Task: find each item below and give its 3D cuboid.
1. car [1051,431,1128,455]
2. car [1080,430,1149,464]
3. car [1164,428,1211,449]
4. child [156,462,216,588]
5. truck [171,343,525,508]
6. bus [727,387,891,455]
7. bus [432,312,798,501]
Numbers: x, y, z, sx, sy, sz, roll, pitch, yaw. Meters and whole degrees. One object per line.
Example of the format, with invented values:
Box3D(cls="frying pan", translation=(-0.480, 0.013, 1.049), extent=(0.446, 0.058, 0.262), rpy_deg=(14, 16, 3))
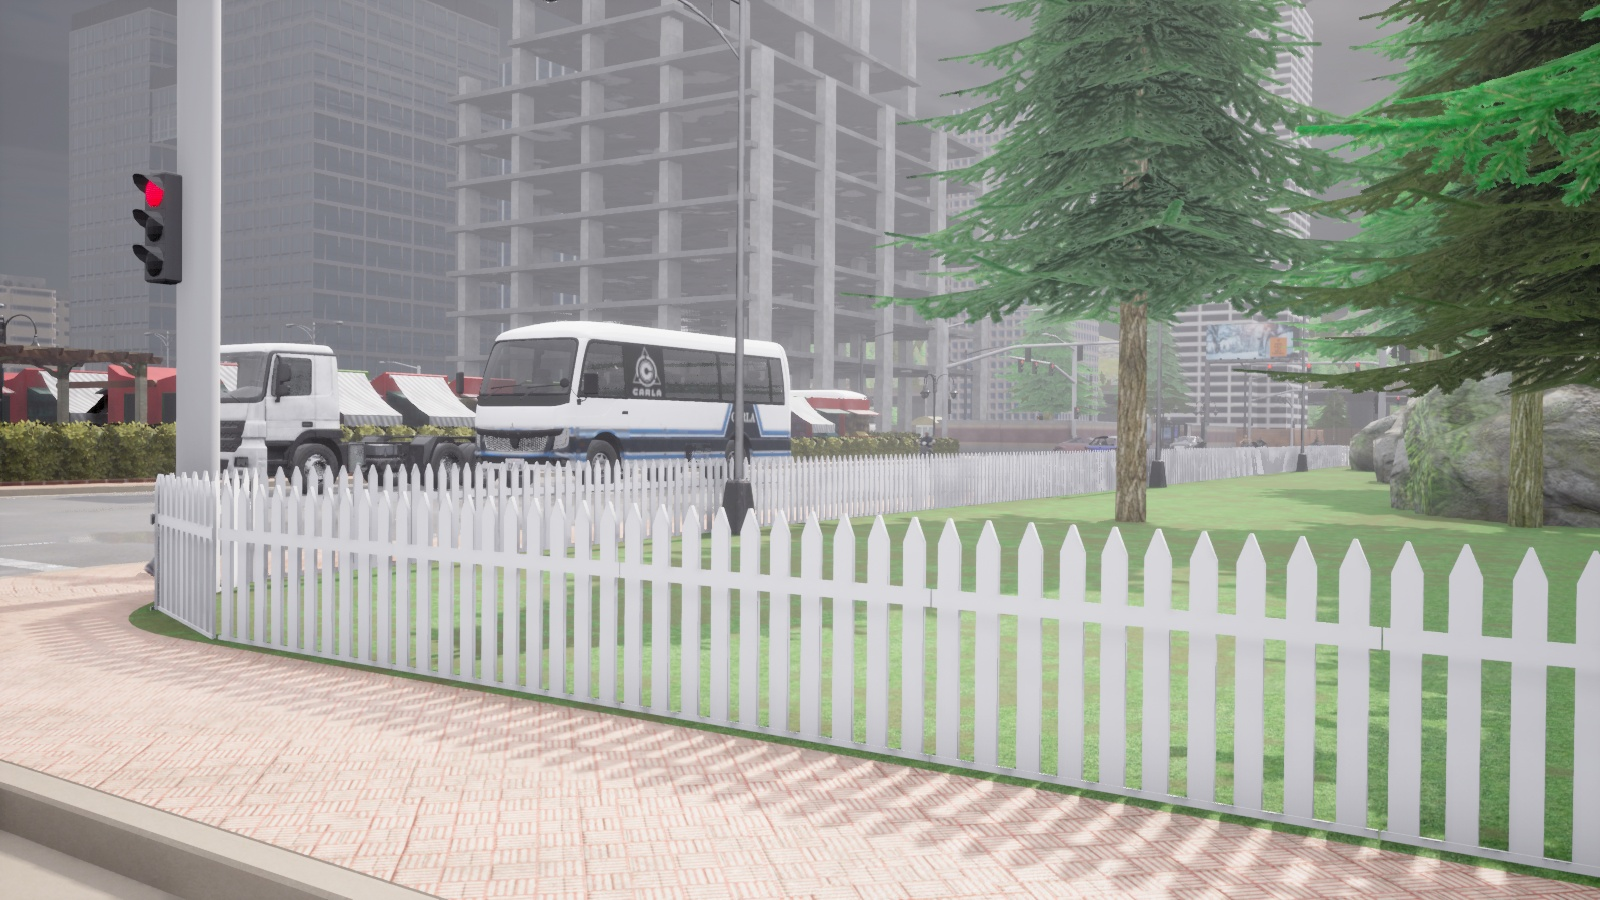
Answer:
Box3D(cls="car", translation=(17.676, -0.425, 76.640), extent=(4.181, 1.385, 1.994), rpy_deg=(0, 1, 32))
Box3D(cls="car", translation=(14.279, -0.162, 56.946), extent=(1.816, 1.474, 4.193), rpy_deg=(0, 1, 32))
Box3D(cls="car", translation=(28.794, -0.845, 93.194), extent=(2.128, 1.511, 4.902), rpy_deg=(0, 1, 32))
Box3D(cls="child", translation=(-5.536, 0.665, 11.330), extent=(0.255, 1.110, 0.394), rpy_deg=(0, 1, 31))
Box3D(cls="truck", translation=(-10.611, -0.571, 30.501), extent=(2.891, 3.462, 7.936), rpy_deg=(0, 1, 32))
Box3D(cls="bus", translation=(0.530, -1.840, 83.097), extent=(10.273, 4.253, 3.944), rpy_deg=(0, 1, 32))
Box3D(cls="bus", translation=(-4.467, -1.065, 33.699), extent=(3.944, 4.253, 10.273), rpy_deg=(0, 1, 32))
